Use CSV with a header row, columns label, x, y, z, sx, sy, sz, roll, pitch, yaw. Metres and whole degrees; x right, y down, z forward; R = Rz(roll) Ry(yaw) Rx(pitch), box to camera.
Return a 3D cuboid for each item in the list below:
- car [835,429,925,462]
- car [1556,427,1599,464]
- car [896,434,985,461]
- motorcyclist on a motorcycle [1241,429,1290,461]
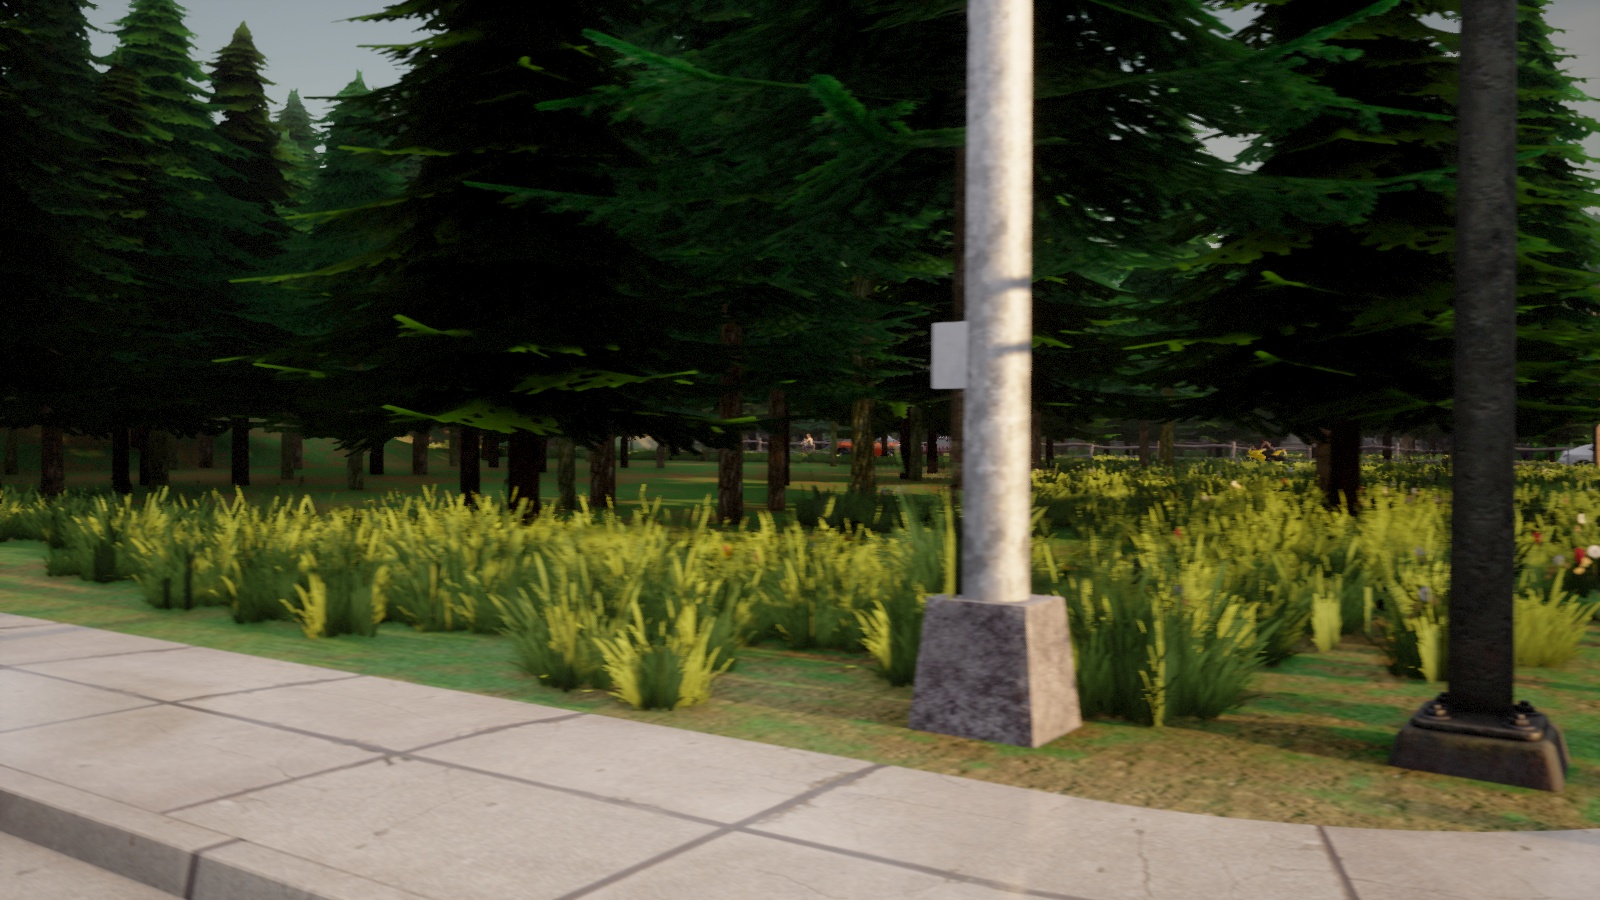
label,x,y,z,sx,sy,sz,roll,pitch,yaw
car,4.388,-0.246,69.180,4.553,1.767,2.097,0,1,36
car,32.071,-0.199,48.449,4.674,1.442,1.812,0,1,44
car,7.903,-0.143,70.960,4.674,1.442,1.812,0,1,36
motorcyclist on a motorcycle,22.410,-0.258,60.506,2.044,1.523,0.797,0,1,37
